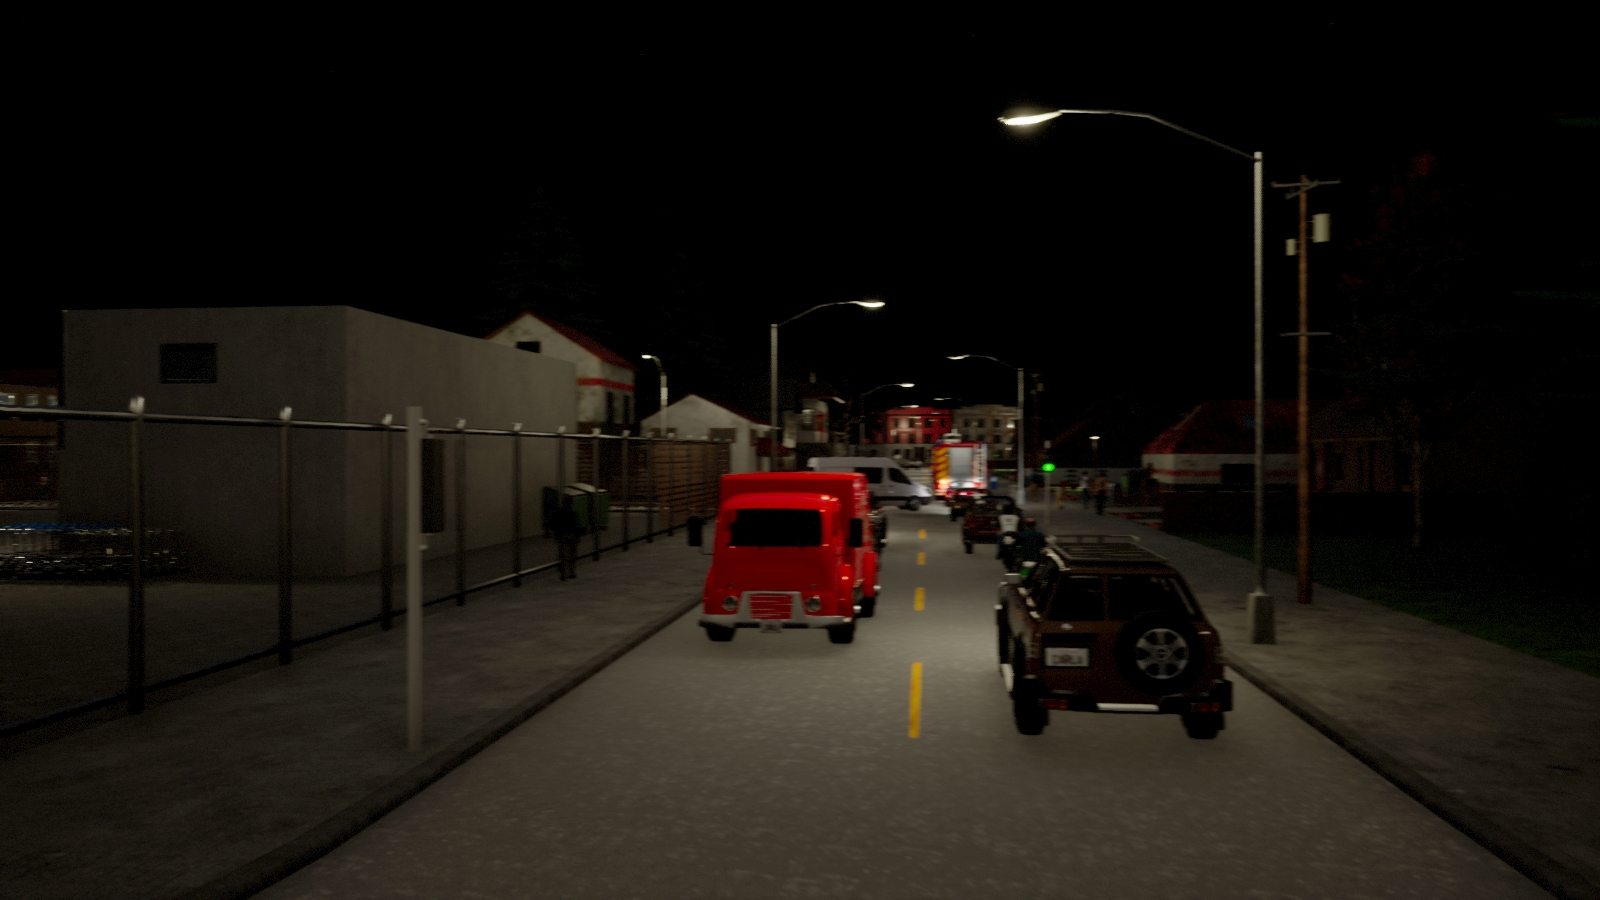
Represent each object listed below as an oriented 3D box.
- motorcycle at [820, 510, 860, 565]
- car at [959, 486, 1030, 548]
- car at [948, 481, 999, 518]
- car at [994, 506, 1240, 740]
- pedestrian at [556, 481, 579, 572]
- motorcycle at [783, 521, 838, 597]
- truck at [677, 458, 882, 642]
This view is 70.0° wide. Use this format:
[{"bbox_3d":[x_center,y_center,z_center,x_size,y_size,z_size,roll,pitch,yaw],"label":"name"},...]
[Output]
[{"bbox_3d":[0.962,2.040,27.050,0.803,1.145,2.033,0,0,6],"label":"motorcycle"},{"bbox_3d":[5.500,1.854,32.617,1.789,1.549,3.705,0,0,6],"label":"car"},{"bbox_3d":[7.111,2.007,47.096,1.895,1.301,4.718,0,0,6],"label":"car"},{"bbox_3d":[3.238,1.661,12.608,1.932,1.855,4.605,0,0,7],"label":"car"},{"bbox_3d":[-4.836,1.576,23.748,0.375,1.860,0.375,0,0,6],"label":"pedestrian"},{"bbox_3d":[0.219,2.000,21.279,0.856,1.236,1.805,0,0,6],"label":"motorcycle"},{"bbox_3d":[-0.107,1.381,18.289,2.627,2.467,5.204,0,0,7],"label":"truck"}]
